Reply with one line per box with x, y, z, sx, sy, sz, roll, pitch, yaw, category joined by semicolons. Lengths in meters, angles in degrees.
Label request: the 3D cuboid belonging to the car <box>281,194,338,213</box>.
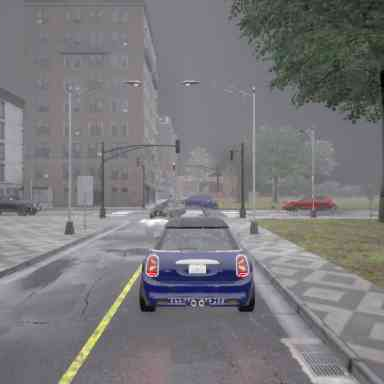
13.085;1.282;37.890;5.566;2.045;2.150;0;-1;0;car

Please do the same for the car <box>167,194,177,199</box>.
-2.976;1.297;55.732;2.150;2.045;5.566;0;0;-2;car

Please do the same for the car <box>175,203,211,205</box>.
0.020;1.537;17.550;1.812;1.442;4.674;0;0;1;car

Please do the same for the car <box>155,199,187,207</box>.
-2.197;1.582;28.754;1.994;1.385;4.181;0;0;16;car

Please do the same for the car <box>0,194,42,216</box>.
-17.133;1.190;31.120;5.566;2.045;2.150;0;-1;0;car

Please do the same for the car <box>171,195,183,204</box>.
-2.926;1.460;65.529;2.097;1.767;4.553;0;0;0;car

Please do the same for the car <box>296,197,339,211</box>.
15.440;1.451;41.158;4.553;1.767;2.097;0;-1;0;car

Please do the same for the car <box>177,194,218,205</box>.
1.009;1.289;44.664;2.150;2.045;5.566;-1;2;-43;car

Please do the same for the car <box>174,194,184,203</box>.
-2.915;1.373;76.118;2.150;2.045;5.566;0;0;0;car

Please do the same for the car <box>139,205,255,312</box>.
0.094;1.355;7.877;2.097;1.767;4.553;0;0;0;car
